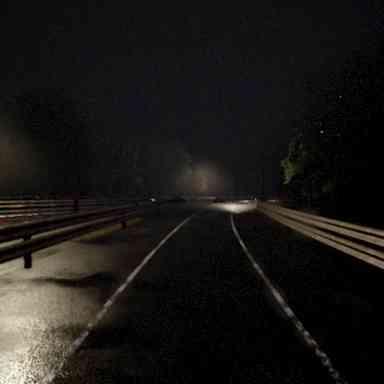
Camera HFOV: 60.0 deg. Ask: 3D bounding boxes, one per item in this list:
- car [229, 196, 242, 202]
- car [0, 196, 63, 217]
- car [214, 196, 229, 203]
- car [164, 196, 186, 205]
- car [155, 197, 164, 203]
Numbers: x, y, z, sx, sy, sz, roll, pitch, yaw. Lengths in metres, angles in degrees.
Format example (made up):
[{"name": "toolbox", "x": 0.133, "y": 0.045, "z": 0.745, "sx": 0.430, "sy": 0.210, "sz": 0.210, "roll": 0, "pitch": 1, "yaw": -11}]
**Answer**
[{"name": "car", "x": 12.213, "y": 1.935, "z": 89.903, "sx": 1.837, "sy": 1.490, "sz": 4.892, "roll": 0, "pitch": -1, "yaw": 21}, {"name": "car", "x": -12.094, "y": 1.080, "z": 25.730, "sx": 1.837, "sy": 1.490, "sz": 4.892, "roll": 0, "pitch": -1, "yaw": 21}, {"name": "car", "x": 6.267, "y": 1.771, "z": 74.111, "sx": 1.994, "sy": 1.385, "sz": 4.181, "roll": 0, "pitch": -1, "yaw": 21}, {"name": "car", "x": -2.642, "y": 1.479, "z": 60.390, "sx": 1.882, "sy": 1.535, "sz": 5.008, "roll": 0, "pitch": -1, "yaw": 21}, {"name": "car", "x": -5.190, "y": 1.616, "z": 63.545, "sx": 1.895, "sy": 1.301, "sz": 4.718, "roll": 0, "pitch": -1, "yaw": 21}]
